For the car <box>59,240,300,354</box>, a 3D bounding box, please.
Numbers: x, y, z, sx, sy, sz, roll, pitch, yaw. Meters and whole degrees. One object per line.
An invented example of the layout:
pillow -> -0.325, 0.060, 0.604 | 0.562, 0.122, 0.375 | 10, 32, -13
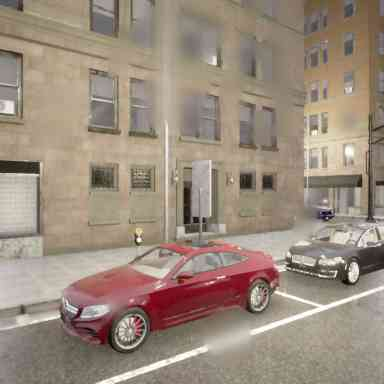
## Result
car -> -0.172, 1.582, 6.055 | 4.206, 1.307, 1.802 | 0, 0, -35

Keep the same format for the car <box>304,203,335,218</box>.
car -> 8.246, 1.516, 25.155 | 1.895, 1.301, 4.718 | 0, 0, -35

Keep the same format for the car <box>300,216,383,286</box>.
car -> 4.462, 1.550, 9.343 | 4.403, 1.369, 2.008 | 0, 0, -35

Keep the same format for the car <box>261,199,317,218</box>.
car -> 8.598, 1.422, 29.893 | 1.812, 1.442, 4.674 | 0, 0, -37
